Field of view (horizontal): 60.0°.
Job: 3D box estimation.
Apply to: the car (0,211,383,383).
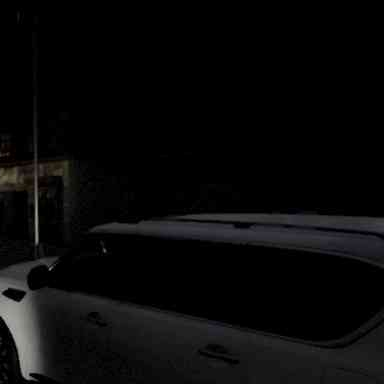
[{"bbox_3d":[-0.094,1.227,3.445,5.566,2.045,2.150,0,0,35],"label":"car"}]
